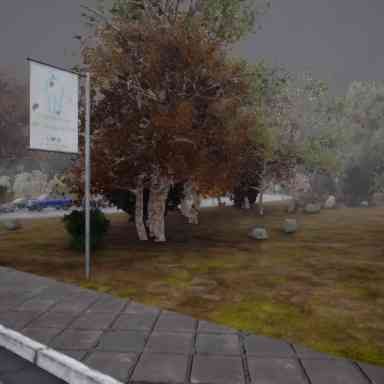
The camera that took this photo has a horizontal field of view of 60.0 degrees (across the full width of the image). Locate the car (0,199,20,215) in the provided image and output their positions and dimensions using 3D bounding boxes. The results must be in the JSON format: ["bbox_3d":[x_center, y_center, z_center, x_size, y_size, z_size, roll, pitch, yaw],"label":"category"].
[{"bbox_3d":[-19.568,1.547,31.058,2.033,1.411,5.357,0,0,38],"label":"car"}]

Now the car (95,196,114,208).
[{"bbox_3d":[-11.033,1.312,47.945,2.097,1.767,4.553,0,0,37],"label":"car"}]

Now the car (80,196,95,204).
[{"bbox_3d":[-14.844,1.319,48.739,2.097,1.767,4.553,0,0,38],"label":"car"}]

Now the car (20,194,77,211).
[{"bbox_3d":[-17.130,1.212,40.145,2.150,2.045,5.566,0,0,39],"label":"car"}]
